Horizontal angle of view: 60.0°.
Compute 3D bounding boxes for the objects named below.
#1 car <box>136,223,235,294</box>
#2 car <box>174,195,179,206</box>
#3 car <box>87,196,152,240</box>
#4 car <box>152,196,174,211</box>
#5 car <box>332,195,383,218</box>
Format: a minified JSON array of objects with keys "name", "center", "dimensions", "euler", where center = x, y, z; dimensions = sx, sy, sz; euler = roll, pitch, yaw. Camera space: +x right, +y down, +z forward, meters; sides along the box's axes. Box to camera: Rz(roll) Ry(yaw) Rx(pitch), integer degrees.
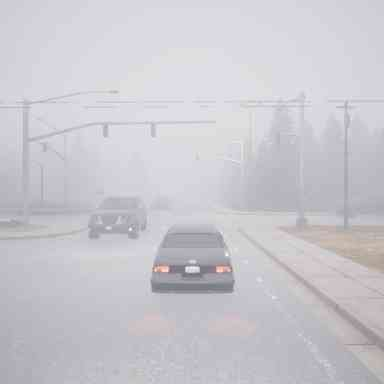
[{"name":"car","center":[0.029,1.545,8.963],"dimensions":[2.033,1.411,5.357],"euler":[0,0,0]},{"name":"car","center":[-3.696,1.525,55.569],"dimensions":[1.812,1.442,4.674],"euler":[0,0,0]},{"name":"car","center":[-3.641,1.221,17.297],"dimensions":[2.150,2.045,5.566],"euler":[0,0,0]},{"name":"car","center":[-3.691,1.352,40.433],"dimensions":[2.097,1.767,4.553],"euler":[0,0,0]},{"name":"car","center":[15.531,1.248,29.618],"dimensions":[5.566,2.045,2.150],"euler":[0,0,1]}]
